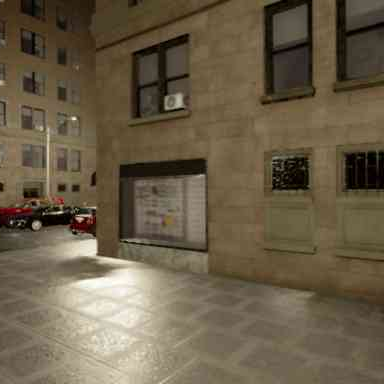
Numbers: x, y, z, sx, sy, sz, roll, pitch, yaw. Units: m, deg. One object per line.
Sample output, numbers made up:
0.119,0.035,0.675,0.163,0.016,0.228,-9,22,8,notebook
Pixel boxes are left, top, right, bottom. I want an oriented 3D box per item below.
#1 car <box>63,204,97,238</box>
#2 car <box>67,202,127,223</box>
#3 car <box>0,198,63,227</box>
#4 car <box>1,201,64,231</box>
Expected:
-4.340,1.447,17.759,1.967,1.590,4.097,0,0,35,car
-7.598,1.593,27.035,2.008,1.369,4.403,0,0,35,car
-10.886,1.358,22.401,2.192,1.841,5.009,0,0,35,car
-8.838,1.536,20.903,1.837,1.490,4.892,0,0,35,car
